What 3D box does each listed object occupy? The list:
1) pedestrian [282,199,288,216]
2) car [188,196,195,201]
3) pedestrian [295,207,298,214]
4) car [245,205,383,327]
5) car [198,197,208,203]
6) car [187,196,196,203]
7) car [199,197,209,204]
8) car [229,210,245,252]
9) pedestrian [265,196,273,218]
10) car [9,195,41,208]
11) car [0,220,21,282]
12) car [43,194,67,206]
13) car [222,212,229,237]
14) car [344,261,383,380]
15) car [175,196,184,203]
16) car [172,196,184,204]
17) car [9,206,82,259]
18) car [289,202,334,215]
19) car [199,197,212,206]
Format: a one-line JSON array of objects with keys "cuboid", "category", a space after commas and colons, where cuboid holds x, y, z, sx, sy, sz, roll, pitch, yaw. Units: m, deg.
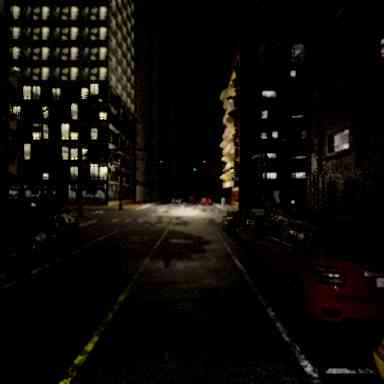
[{"cuboid": [7.097, 1.415, 25.222, 0.375, 1.860, 0.375, 0, 0, 0], "category": "pedestrian"}, {"cuboid": [-0.140, 1.811, 92.975, 2.128, 1.511, 4.902, 0, 0, 0], "category": "car"}, {"cuboid": [8.096, 1.432, 25.823, 0.375, 1.860, 0.375, 0, 0, 0], "category": "pedestrian"}, {"cuboid": [2.682, 1.346, 6.991, 2.192, 1.841, 5.009, 0, 0, 0], "category": "car"}, {"cuboid": [2.572, 1.929, 78.943, 2.008, 1.369, 4.403, 0, 0, 0], "category": "car"}, {"cuboid": [-0.125, 1.945, 82.972, 1.994, 1.385, 4.181, 0, 0, 0], "category": "car"}, {"cuboid": [2.580, 1.900, 73.295, 2.008, 1.369, 4.403, 0, 0, 0], "category": "car"}, {"cuboid": [2.673, 1.583, 12.842, 1.752, 1.417, 4.829, 0, 0, 0], "category": "car"}, {"cuboid": [6.095, 1.259, 26.421, 0.375, 1.860, 0.375, 0, 0, 0], "category": "pedestrian"}, {"cuboid": [-17.607, 1.155, 32.010, 5.009, 1.841, 2.192, 1, -2, -1], "category": "car"}, {"cuboid": [-5.699, 1.472, 6.975, 1.967, 1.590, 4.097, 0, 0, 0], "category": "car"}, {"cuboid": [-17.754, 1.212, 40.388, 5.009, 1.841, 2.192, 1, -1, -1], "category": "car"}, {"cuboid": [2.664, 1.648, 18.355, 1.947, 1.339, 4.313, 0, 0, 0], "category": "car"}, {"cuboid": [2.690, 1.532, 1.477, 1.752, 1.417, 4.829, 0, 0, 0], "category": "car"}, {"cuboid": [-3.130, 1.926, 85.389, 2.128, 1.511, 4.902, 0, 0, 0], "category": "car"}, {"cuboid": [-3.106, 1.687, 69.825, 2.097, 1.767, 4.553, 0, 0, 0], "category": "car"}, {"cuboid": [-5.707, 1.497, 12.658, 1.967, 1.590, 4.097, 0, 0, 0], "category": "car"}, {"cuboid": [14.581, 2.017, 40.712, 4.829, 1.417, 1.752, 1, -1, -1], "category": "car"}, {"cuboid": [2.650, 1.865, 60.378, 1.802, 1.307, 4.206, 0, 0, 0], "category": "car"}]
